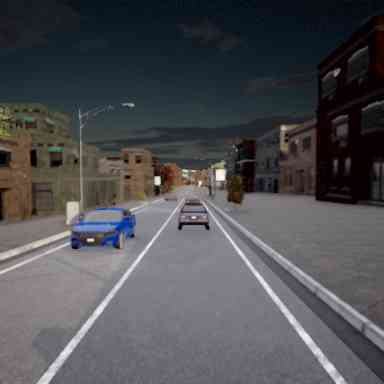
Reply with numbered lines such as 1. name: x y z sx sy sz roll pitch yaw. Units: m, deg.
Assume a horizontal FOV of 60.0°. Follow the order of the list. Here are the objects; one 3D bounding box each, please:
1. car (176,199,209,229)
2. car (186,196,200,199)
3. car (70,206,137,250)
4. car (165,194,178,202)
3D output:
1. car: 0.099 1.424 20.759 2.033 1.411 5.357 0 1 0
2. car: 0.089 1.203 42.859 1.895 1.301 4.718 0 1 0
3. car: -3.599 1.416 14.305 1.882 1.535 5.008 0 0 0
4. car: -3.515 1.007 56.842 1.994 1.385 4.181 0 1 1
